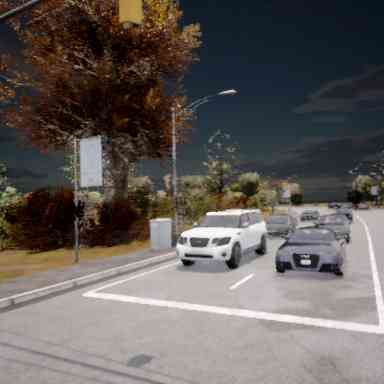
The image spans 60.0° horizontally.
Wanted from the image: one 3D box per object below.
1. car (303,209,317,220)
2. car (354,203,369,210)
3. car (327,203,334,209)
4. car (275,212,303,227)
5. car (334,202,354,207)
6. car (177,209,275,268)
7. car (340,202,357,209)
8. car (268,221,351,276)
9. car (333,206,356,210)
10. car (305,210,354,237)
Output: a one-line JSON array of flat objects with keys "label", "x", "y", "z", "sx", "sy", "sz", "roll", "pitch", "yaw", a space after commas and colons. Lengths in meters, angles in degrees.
[{"label": "car", "x": 13.916, "y": 2.720, "z": 38.857, "sx": 1.994, "sy": 1.385, "sz": 4.181, "roll": -3, "pitch": -2, "yaw": 25}, {"label": "car", "x": 35.913, "y": 3.110, "z": 70.470, "sx": 1.994, "sy": 1.385, "sz": 4.181, "roll": -2, "pitch": -2, "yaw": 11}, {"label": "car", "x": 34.239, "y": 3.341, "z": 80.697, "sx": 1.837, "sy": 1.490, "sz": 4.892, "roll": -2, "pitch": -2, "yaw": 7}, {"label": "car", "x": 6.086, "y": 2.300, "z": 22.894, "sx": 1.837, "sy": 1.490, "sz": 4.892, "roll": -3, "pitch": -2, "yaw": 27}, {"label": "car", "x": 32.455, "y": 3.241, "z": 71.044, "sx": 1.994, "sy": 1.385, "sz": 4.181, "roll": -2, "pitch": -2, "yaw": 11}, {"label": "car", "x": 1.526, "y": 1.790, "z": 13.947, "sx": 2.150, "sy": 2.045, "sz": 5.566, "roll": -3, "pitch": -3, "yaw": 29}, {"label": "car", "x": 37.712, "y": 3.236, "z": 80.265, "sx": 2.128, "sy": 1.511, "sz": 4.902, "roll": -2, "pitch": -2, "yaw": 7}, {"label": "car", "x": 4.306, "y": 1.949, "z": 11.730, "sx": 1.994, "sy": 1.385, "sz": 4.181, "roll": -3, "pitch": -3, "yaw": 27}, {"label": "car", "x": 16.954, "y": 2.586, "z": 37.092, "sx": 1.895, "sy": 1.301, "sz": 4.718, "roll": -3, "pitch": -2, "yaw": 25}, {"label": "car", "x": 8.291, "y": 2.074, "z": 19.512, "sx": 2.128, "sy": 1.511, "sz": 4.902, "roll": -3, "pitch": -2, "yaw": 27}]
